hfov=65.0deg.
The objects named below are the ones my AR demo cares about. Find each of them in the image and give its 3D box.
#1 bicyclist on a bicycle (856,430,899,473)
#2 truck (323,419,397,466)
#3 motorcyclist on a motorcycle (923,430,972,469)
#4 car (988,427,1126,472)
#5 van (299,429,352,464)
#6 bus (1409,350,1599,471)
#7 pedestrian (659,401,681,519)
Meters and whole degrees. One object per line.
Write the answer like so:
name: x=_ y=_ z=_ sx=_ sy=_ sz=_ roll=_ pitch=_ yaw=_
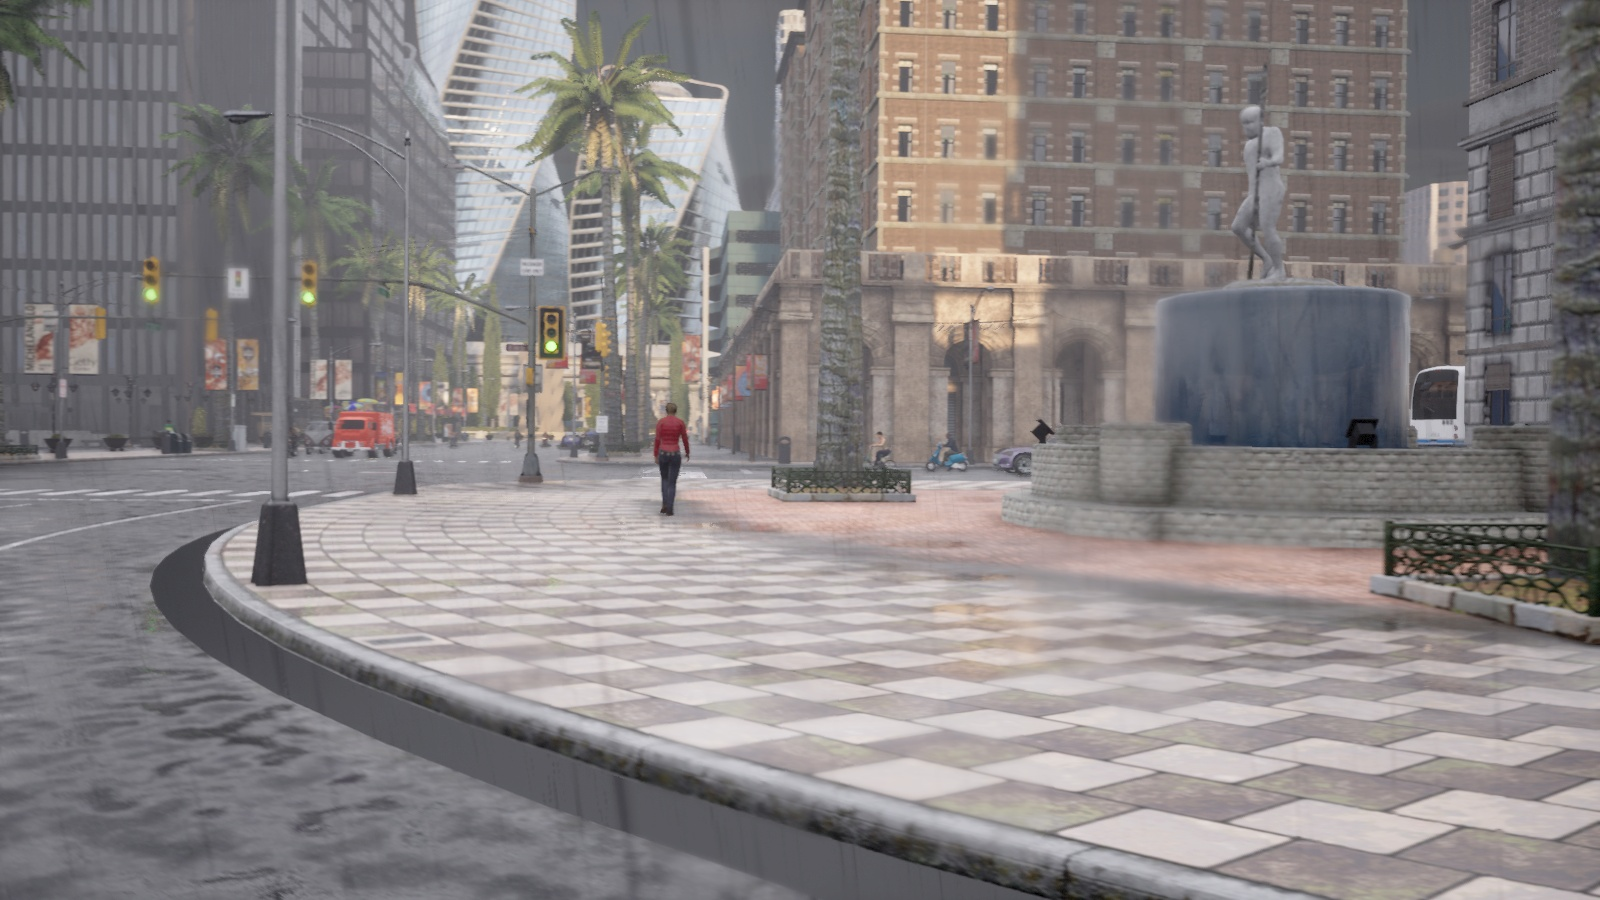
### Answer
bicyclist on a bicycle: x=2.943 y=0.036 z=47.955 sx=1.509 sy=1.612 sz=0.866 roll=-1 pitch=1 yaw=-5
truck: x=-24.040 y=-0.425 z=68.815 sx=2.627 sy=2.467 sz=5.204 roll=-1 pitch=1 yaw=-5
motorcyclist on a motorcycle: x=6.073 y=-0.022 z=51.761 sx=1.817 sy=1.590 sz=0.866 roll=-1 pitch=1 yaw=-5
car: x=9.908 y=-0.038 z=48.625 sx=4.856 sy=1.649 sz=2.033 roll=-1 pitch=1 yaw=-6
van: x=-28.061 y=-0.223 z=74.395 sx=1.775 sy=1.987 sz=4.442 roll=-1 pitch=1 yaw=-5
bus: x=28.771 y=-1.481 z=46.904 sx=10.273 sy=4.253 sz=3.944 roll=-1 pitch=1 yaw=-6
pedestrian: x=-2.061 y=0.154 z=19.885 sx=0.331 sy=1.846 sz=0.636 roll=-1 pitch=1 yaw=-7
